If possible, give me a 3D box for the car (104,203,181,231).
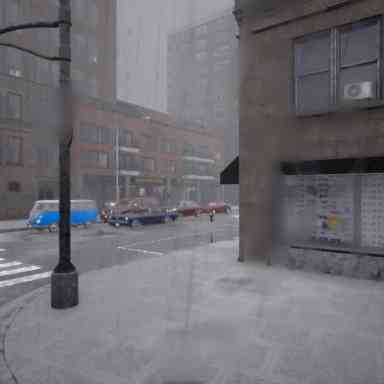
[{"bbox_3d":[-3.082,1.621,21.281,1.895,1.301,4.718,0,0,36],"label":"car"}]

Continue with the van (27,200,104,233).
[{"bbox_3d":[-7.569,1.358,19.785,1.690,1.788,3.998,0,0,36],"label":"van"}]

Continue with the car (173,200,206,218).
[{"bbox_3d":[-1.006,1.466,28.851,1.967,1.590,4.097,0,0,36],"label":"car"}]

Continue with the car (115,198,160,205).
[{"bbox_3d":[-4.287,1.336,24.318,2.192,1.841,5.009,0,0,36],"label":"car"}]

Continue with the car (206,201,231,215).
[{"bbox_3d":[2.275,1.575,33.384,1.887,1.381,4.507,0,0,36],"label":"car"}]
